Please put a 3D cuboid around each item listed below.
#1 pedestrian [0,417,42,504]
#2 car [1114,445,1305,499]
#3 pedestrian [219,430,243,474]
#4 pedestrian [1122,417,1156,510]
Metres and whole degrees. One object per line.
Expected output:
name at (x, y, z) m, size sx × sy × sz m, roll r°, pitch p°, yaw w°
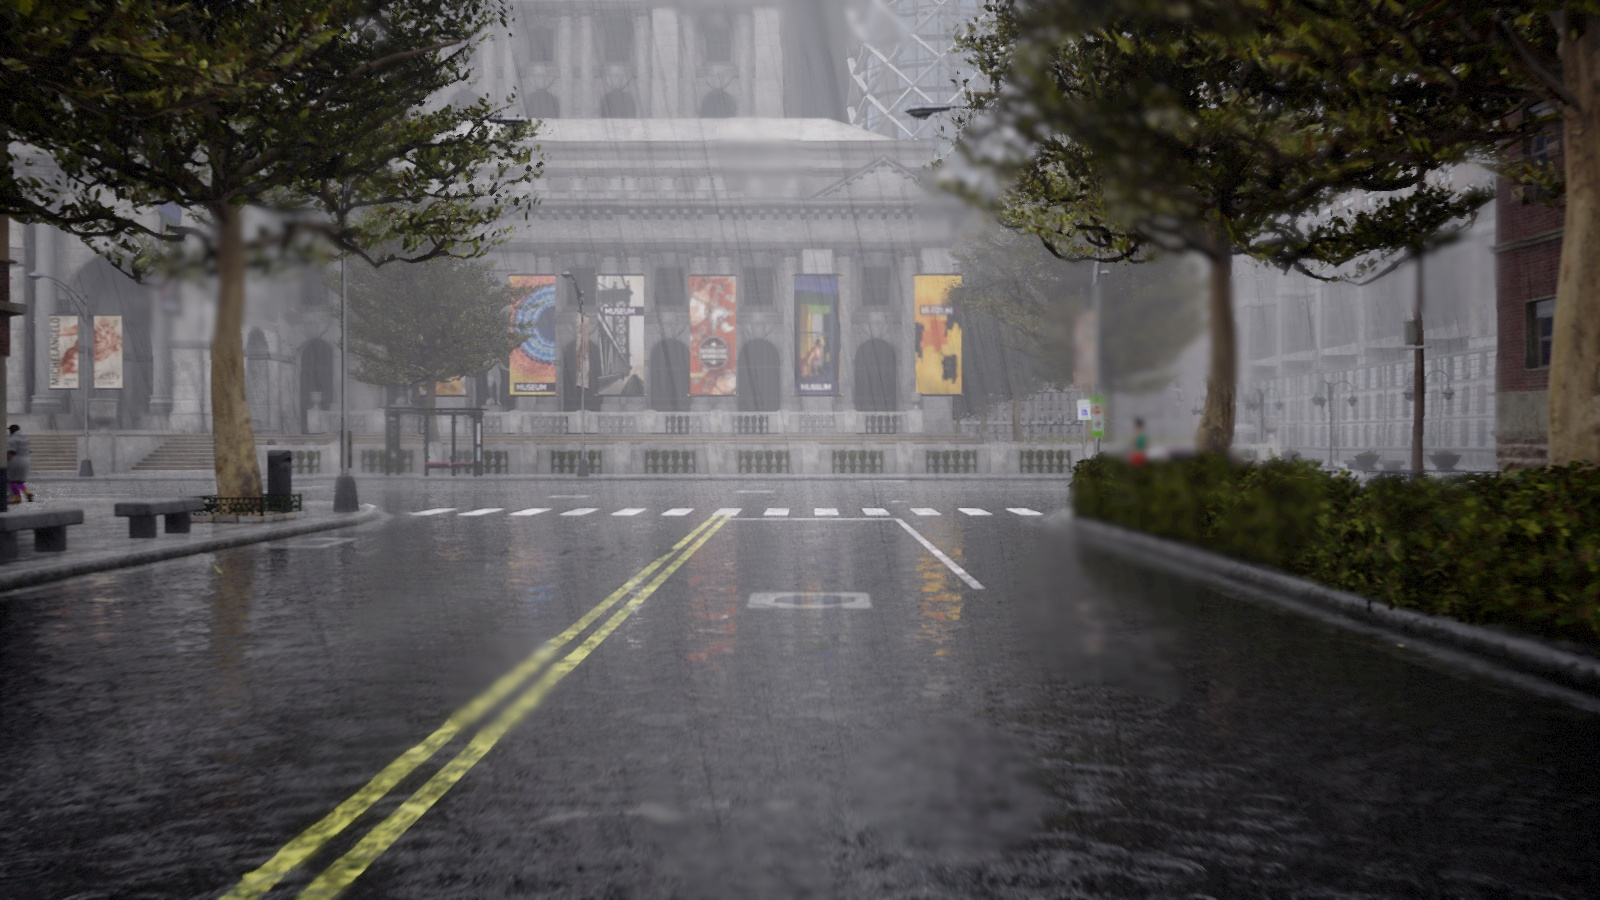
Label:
pedestrian at (-17.708, 0.230, 28.282) m, size 0.873 × 1.952 × 0.659 m, roll 0°, pitch 0°, yaw 6°
car at (11.229, 0.586, 34.640) m, size 4.674 × 1.442 × 1.812 m, roll 0°, pitch 0°, yaw -3°
pedestrian at (-23.677, 0.090, 52.249) m, size 0.869 × 1.805 × 0.328 m, roll 0°, pitch 0°, yaw -9°
pedestrian at (6.775, 0.267, 25.122) m, size 0.345 × 1.836 × 0.594 m, roll 0°, pitch 0°, yaw -26°
